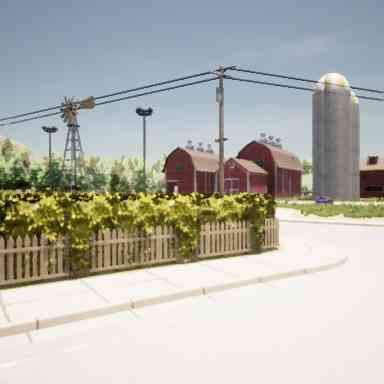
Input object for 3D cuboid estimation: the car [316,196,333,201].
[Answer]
[{"bbox_3d":[22.029,1.441,55.323,2.242,1.667,4.611,0,0,34],"label":"car"}]
